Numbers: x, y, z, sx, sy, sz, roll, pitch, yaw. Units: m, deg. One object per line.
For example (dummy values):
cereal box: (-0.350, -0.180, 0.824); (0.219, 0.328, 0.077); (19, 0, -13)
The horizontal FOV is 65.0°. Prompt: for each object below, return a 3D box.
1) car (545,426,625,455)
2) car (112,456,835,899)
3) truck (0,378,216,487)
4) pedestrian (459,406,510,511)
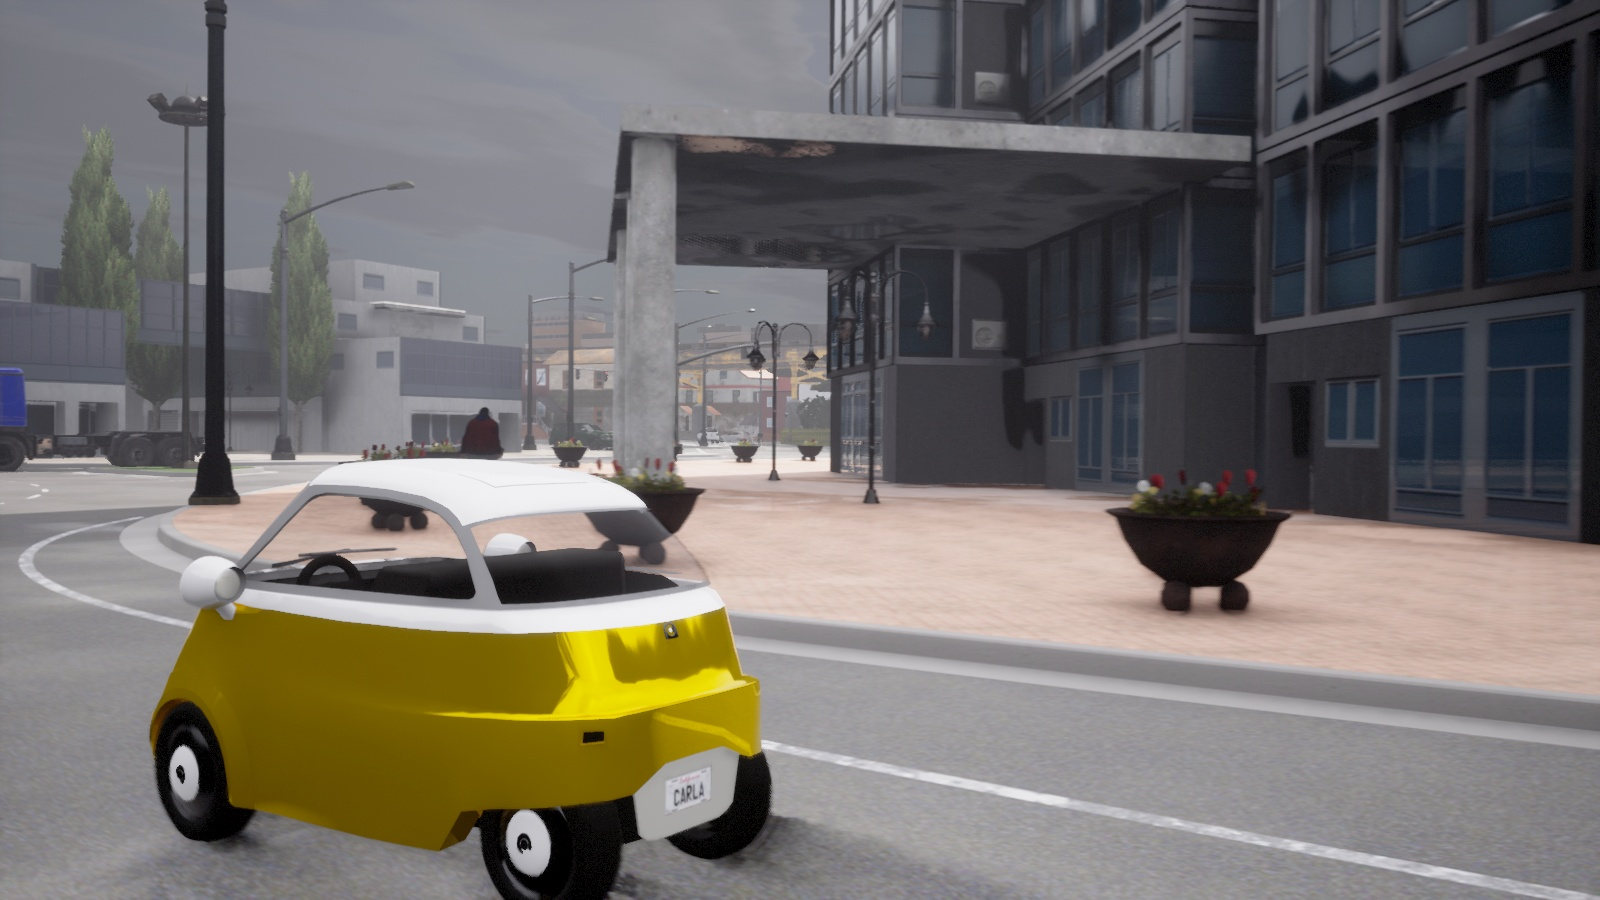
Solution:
car: (-15.591, -0.681, 90.975); (5.566, 2.045, 2.150); (0, 1, 31)
car: (-1.205, 0.735, 4.583); (2.207, 1.376, 1.481); (0, 1, 36)
truck: (-24.318, -0.604, 42.332); (7.936, 3.462, 2.891); (-1, 1, -37)
pedestrian: (-5.646, 0.143, 22.524); (0.634, 1.844, 0.899); (0, 1, 3)
